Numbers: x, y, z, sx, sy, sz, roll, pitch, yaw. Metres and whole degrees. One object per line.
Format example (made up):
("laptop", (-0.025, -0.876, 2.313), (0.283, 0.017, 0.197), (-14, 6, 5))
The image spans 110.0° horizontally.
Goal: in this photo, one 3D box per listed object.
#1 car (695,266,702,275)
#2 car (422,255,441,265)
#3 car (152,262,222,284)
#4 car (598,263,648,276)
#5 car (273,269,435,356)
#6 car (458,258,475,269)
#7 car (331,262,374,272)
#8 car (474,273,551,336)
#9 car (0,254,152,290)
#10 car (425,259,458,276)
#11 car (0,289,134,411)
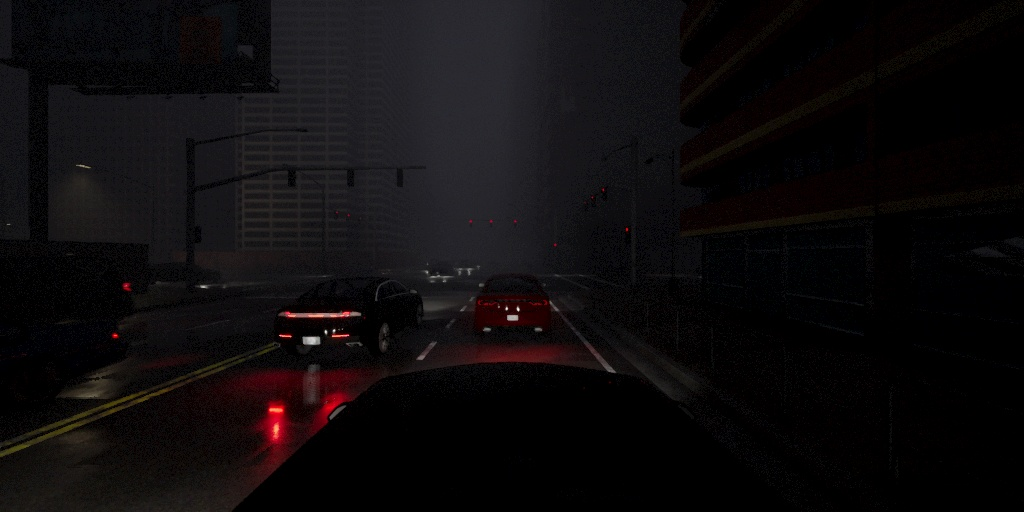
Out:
("car", (21.448, 1.228, 36.741), (5.008, 1.535, 1.882), (0, 0, 0))
("car", (-10.968, 1.104, 51.746), (2.097, 1.767, 4.553), (0, 0, 0))
("car", (-23.942, 1.228, 25.988), (5.008, 1.535, 1.882), (0, 0, 0))
("car", (11.322, 1.351, 36.790), (4.718, 1.301, 1.895), (0, 0, 2))
("car", (-3.477, 1.242, 8.592), (2.128, 1.511, 4.902), (0, 0, -1))
("car", (-7.507, 1.256, 58.053), (1.837, 1.490, 4.892), (0, 0, 0))
("car", (-16.472, 1.314, 37.100), (4.181, 1.385, 1.994), (0, 1, -21))
("car", (0.011, 1.228, 10.481), (1.882, 1.535, 5.008), (0, 0, 0))
("car", (-10.635, 0.971, 6.696), (2.150, 2.045, 5.566), (0, 0, 0))
("car", (-7.371, 1.298, 38.053), (2.033, 1.411, 5.357), (0, 0, 0))
("car", (-7.109, 1.297, 3.359), (2.033, 1.411, 5.357), (0, 0, 0))
